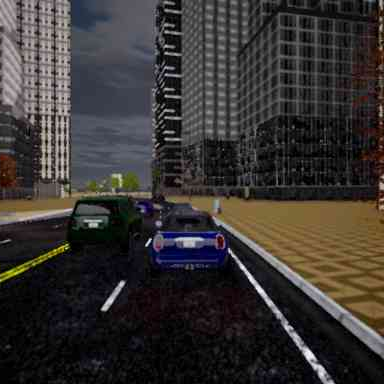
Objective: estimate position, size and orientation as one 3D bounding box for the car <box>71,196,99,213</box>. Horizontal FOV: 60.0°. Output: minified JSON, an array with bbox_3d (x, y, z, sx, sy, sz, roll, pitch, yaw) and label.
[{"bbox_3d":[-11.764,1.320,36.871,2.097,1.767,4.553,0,0,-6],"label":"car"}]

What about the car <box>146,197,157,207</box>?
[{"bbox_3d":[-4.517,1.494,31.252,1.812,1.442,4.674,0,0,-5],"label":"car"}]

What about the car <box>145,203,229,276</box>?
[{"bbox_3d":[-0.108,1.340,10.508,2.097,1.767,4.553,0,0,-1],"label":"car"}]

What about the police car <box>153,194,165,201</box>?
[{"bbox_3d":[-7.530,1.345,79.351,1.930,1.638,5.238,0,0,-12],"label":"police car"}]

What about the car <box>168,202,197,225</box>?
[{"bbox_3d":[-0.808,1.520,25.341,2.033,1.411,5.357,0,0,-4],"label":"car"}]

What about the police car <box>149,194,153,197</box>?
[{"bbox_3d":[-9.817,1.339,89.249,1.930,1.638,5.238,0,0,-14],"label":"police car"}]

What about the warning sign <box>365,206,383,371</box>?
[{"bbox_3d":[2.838,1.110,3.676,1.300,1.860,1.060,0,0,-1],"label":"warning sign"}]

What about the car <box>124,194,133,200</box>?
[{"bbox_3d":[-14.768,1.184,77.457,1.994,1.385,4.181,0,0,-12],"label":"car"}]

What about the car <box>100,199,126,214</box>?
[{"bbox_3d":[-8.382,1.514,35.855,2.033,1.411,5.357,0,0,-6],"label":"car"}]

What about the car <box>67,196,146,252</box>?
[{"bbox_3d":[-3.452,1.210,14.003,2.150,2.045,5.566,0,0,-2],"label":"car"}]
